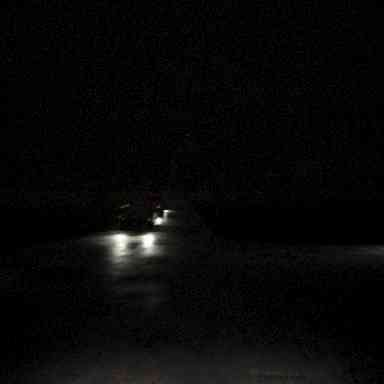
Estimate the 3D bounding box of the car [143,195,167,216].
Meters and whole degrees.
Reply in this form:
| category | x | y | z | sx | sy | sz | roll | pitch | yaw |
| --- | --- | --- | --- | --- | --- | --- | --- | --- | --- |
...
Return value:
| category | x | y | z | sx | sy | sz | roll | pitch | yaw |
| --- | --- | --- | --- | --- | --- | --- | --- | --- | --- |
| car | -3.966 | 1.324 | 33.628 | 2.150 | 2.045 | 5.566 | 1 | 0 | -2 |

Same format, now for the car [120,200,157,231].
| category | x | y | z | sx | sy | sz | roll | pitch | yaw |
| --- | --- | --- | --- | --- | --- | --- | --- | --- | --- |
| car | -3.414 | 1.528 | 21.257 | 1.882 | 1.535 | 5.008 | 1 | 0 | -5 |
